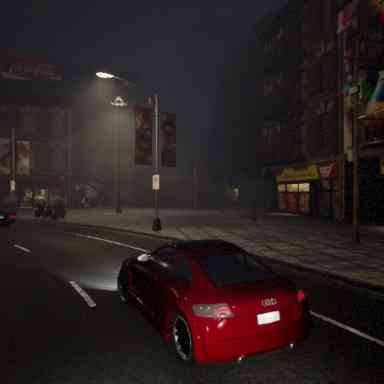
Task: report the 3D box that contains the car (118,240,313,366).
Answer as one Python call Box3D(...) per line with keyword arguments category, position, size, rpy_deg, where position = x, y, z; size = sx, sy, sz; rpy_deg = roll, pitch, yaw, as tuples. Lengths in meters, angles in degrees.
Box3D(category="car", position=(0.068, 1.564, 6.009), size=(1.994, 1.385, 4.181), rpy_deg=(0, 0, -27))

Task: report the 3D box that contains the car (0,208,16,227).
Box3D(category="car", position=(-13.451, 1.547, 21.235), size=(5.357, 1.411, 2.033), rpy_deg=(0, 0, 34))
